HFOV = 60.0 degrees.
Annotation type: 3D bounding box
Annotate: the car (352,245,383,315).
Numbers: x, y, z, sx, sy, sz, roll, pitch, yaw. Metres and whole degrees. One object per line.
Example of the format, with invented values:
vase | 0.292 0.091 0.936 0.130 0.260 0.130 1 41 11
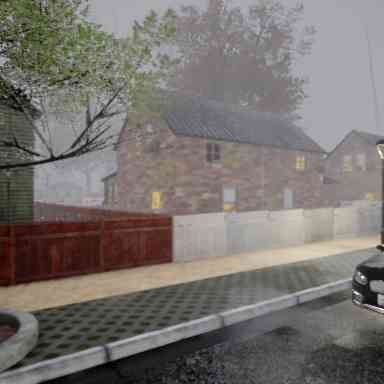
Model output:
car | 5.170 1.511 6.749 4.902 1.511 2.128 0 0 -35
